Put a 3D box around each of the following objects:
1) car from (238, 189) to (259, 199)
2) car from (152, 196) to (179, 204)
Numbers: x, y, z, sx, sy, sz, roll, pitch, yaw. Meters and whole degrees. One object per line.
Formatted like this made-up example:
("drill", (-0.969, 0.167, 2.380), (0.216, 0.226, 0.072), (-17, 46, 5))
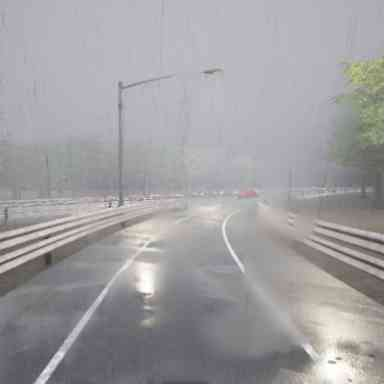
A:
("car", (11.390, 0.363, 67.528), (2.150, 2.045, 5.566), (0, 2, 40))
("car", (-3.905, 1.312, 49.023), (1.837, 1.490, 4.892), (0, 2, 40))
